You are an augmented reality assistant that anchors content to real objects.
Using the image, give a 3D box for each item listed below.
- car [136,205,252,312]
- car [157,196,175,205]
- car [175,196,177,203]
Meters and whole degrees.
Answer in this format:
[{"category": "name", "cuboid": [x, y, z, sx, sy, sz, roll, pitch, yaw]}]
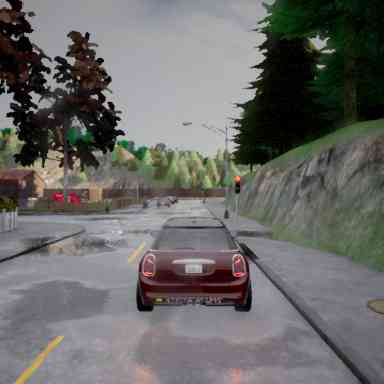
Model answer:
[{"category": "car", "cuboid": [0.055, 1.352, 7.891, 2.097, 1.767, 4.553, 0, 0, 1]}, {"category": "car", "cuboid": [-4.087, 1.491, 49.060, 2.128, 1.511, 4.902, 0, 0, 0]}, {"category": "car", "cuboid": [-4.064, 1.526, 59.090, 1.812, 1.442, 4.674, 0, 0, 0]}]
